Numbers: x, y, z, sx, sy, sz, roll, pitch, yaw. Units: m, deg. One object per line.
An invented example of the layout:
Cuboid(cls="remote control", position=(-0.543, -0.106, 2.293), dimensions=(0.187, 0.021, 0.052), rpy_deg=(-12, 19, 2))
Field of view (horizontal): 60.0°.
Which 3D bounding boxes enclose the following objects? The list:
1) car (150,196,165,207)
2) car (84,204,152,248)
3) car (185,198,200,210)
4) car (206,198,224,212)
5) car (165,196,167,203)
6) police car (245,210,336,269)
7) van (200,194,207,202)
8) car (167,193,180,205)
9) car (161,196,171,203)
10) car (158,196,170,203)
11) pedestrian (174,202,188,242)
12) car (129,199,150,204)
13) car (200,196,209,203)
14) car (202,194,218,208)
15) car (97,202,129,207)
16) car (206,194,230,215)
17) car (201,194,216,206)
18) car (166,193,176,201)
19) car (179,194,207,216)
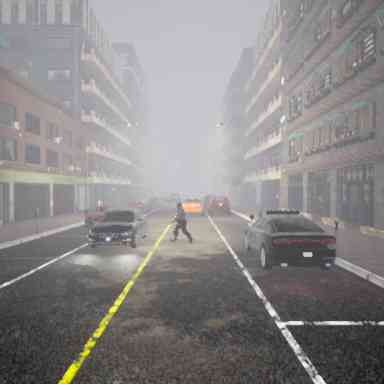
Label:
Cuboid(cls="car", position=(-5.693, 1.437, 50.345), dimensions=(1.967, 1.590, 4.097), rpy_deg=(-1, 0, 0))
Cuboid(cls="car", position=(-3.098, 1.497, 14.708), dimensions=(1.837, 1.490, 4.892), rpy_deg=(0, 0, 0))
Cuboid(cls="car", position=(0.083, 1.542, 45.321), dimensions=(2.033, 1.411, 5.357), rpy_deg=(0, 0, 0))
Cuboid(cls="car", position=(2.686, 1.519, 39.140), dimensions=(1.752, 1.417, 4.829), rpy_deg=(-1, 0, 0))
Cuboid(cls="car", position=(-5.691, 1.544, 56.030), dimensions=(1.887, 1.381, 4.507), rpy_deg=(-1, 0, 0))
Cuboid(cls="police car", position=(3.002, 1.419, 11.209), dimensions=(1.930, 1.638, 5.238), rpy_deg=(0, 0, 0))
Cuboid(cls="van", position=(2.690, 1.356, 78.764), dimensions=(1.690, 1.788, 3.998), rpy_deg=(-1, 0, 0))
Cuboid(cls="car", position=(-3.062, 1.225, 58.697), dimensions=(2.150, 2.045, 5.566), rpy_deg=(0, 0, 0))
Cuboid(cls="car", position=(-5.688, 1.576, 73.083), dimensions=(1.947, 1.339, 4.313), rpy_deg=(-1, 0, 0))
Cuboid(cls="car", position=(-5.688, 1.572, 67.399), dimensions=(1.947, 1.339, 4.313), rpy_deg=(-1, 0, 0))
Cuboid(cls="pedestrian", position=(-0.469, 1.286, 14.206), dimensions=(0.375, 1.860, 0.375), rpy_deg=(-1, 1, 0))
Cuboid(cls="car", position=(-5.695, 1.536, 33.291), dimensions=(1.887, 1.381, 4.507), rpy_deg=(-1, 0, 0))
Cuboid(cls="car", position=(2.692, 1.535, 73.248), dimensions=(1.752, 1.417, 4.829), rpy_deg=(-1, 0, 0))
Cuboid(cls="car", position=(2.685, 1.312, 50.340), dimensions=(2.192, 1.841, 5.009), rpy_deg=(-1, 0, 0))
Cuboid(cls="car", position=(-5.697, 1.535, 21.921), dimensions=(1.887, 1.381, 4.507), rpy_deg=(-1, 0, 0))
Cuboid(cls="car", position=(2.682, 1.307, 33.286), dimensions=(2.192, 1.841, 5.009), rpy_deg=(-1, 0, 0))
Cuboid(cls="car", position=(2.686, 1.314, 56.025), dimensions=(2.192, 1.841, 5.009), rpy_deg=(-1, 0, 0))
Cuboid(cls="car", position=(-5.689, 1.341, 90.138), dimensions=(2.192, 1.841, 5.009), rpy_deg=(-1, 0, 0))
Cuboid(cls="car", position=(0.073, 1.343, 32.991), dimensions=(2.097, 1.767, 4.553), rpy_deg=(0, 0, 0))
